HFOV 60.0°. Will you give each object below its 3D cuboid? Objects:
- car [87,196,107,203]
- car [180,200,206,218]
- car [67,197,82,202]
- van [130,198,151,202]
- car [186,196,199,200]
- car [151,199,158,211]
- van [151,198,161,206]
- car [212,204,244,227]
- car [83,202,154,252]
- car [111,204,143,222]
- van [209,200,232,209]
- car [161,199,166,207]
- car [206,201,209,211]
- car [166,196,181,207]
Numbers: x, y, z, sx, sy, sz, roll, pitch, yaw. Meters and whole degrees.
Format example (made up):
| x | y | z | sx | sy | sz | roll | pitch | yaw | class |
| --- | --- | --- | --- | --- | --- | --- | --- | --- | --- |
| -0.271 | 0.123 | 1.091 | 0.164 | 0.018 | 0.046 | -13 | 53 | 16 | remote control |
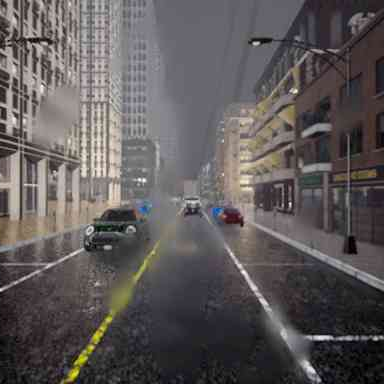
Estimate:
| x | y | z | sx | sy | sz | roll | pitch | yaw | class |
| --- | --- | --- | --- | --- | --- | --- | --- | --- | --- |
| -21.124 | 1.700 | 74.291 | 4.097 | 1.590 | 1.967 | 1 | -2 | 0 | car |
| 0.097 | 1.827 | 33.782 | 2.033 | 1.411 | 5.357 | 0 | 0 | 0 | car |
| -26.701 | 1.734 | 74.276 | 4.206 | 1.307 | 1.802 | 1 | -2 | 0 | car |
| -5.688 | 1.633 | 35.263 | 1.690 | 1.788 | 3.998 | 0 | 0 | 0 | van |
| 0.076 | 1.592 | 44.411 | 2.150 | 2.045 | 5.566 | 0 | 0 | 1 | car |
| -5.687 | 1.891 | 40.910 | 2.008 | 1.369 | 4.403 | 0 | 0 | 0 | car |
| -5.686 | 1.730 | 46.560 | 1.690 | 1.788 | 3.998 | 0 | 0 | 0 | van |
| 2.692 | 1.779 | 23.963 | 1.802 | 1.307 | 4.206 | 0 | 0 | 0 | car |
| -3.097 | 1.471 | 14.507 | 2.097 | 1.767 | 4.553 | 0 | 0 | 0 | car |
| -5.688 | 1.810 | 29.613 | 1.947 | 1.339 | 4.313 | 0 | 0 | 0 | car |
| 2.692 | 1.586 | 29.614 | 1.690 | 1.788 | 3.998 | 0 | 0 | 0 | van |
| -5.685 | 1.977 | 63.505 | 1.967 | 1.590 | 4.097 | 0 | -1 | 0 | car |
| 2.694 | 1.940 | 46.557 | 2.008 | 1.369 | 4.403 | 0 | 0 | 0 | car |
| -2.996 | 2.011 | 60.853 | 2.128 | 1.511 | 4.902 | 0 | -1 | 0 | car |
